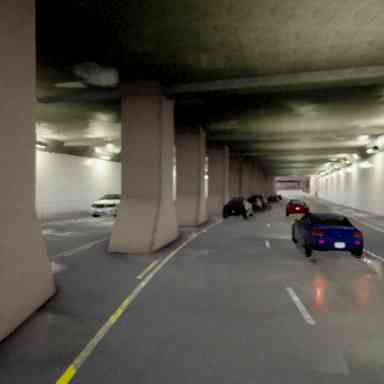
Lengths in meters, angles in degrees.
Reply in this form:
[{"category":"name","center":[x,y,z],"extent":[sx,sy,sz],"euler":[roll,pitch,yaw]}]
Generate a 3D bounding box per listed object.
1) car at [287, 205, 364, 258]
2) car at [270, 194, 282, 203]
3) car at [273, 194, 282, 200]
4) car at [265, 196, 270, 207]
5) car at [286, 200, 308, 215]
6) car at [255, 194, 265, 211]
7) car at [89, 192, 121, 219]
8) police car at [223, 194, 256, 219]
[{"category":"car","center":[4.929,1.455,12.514],"extent":[1.812,1.442,4.674],"euler":[0,0,9]},{"category":"car","center":[14.863,1.190,61.078],"extent":[1.994,1.385,4.181],"euler":[0,0,17]},{"category":"car","center":[19.307,1.109,74.935],"extent":[1.895,1.301,4.718],"euler":[0,0,17]},{"category":"car","center":[8.459,1.082,42.702],"extent":[2.097,1.767,4.553],"euler":[0,0,17]},{"category":"car","center":[9.671,1.383,30.604],"extent":[1.994,1.385,4.181],"euler":[0,0,17]},{"category":"car","center":[6.725,1.291,36.991],"extent":[1.812,1.442,4.674],"euler":[0,0,17]},{"category":"car","center":[-6.136,1.008,27.384],"extent":[2.150,2.045,5.566],"euler":[0,0,16]},{"category":"police car","center":[3.852,1.246,27.527],"extent":[1.930,1.638,5.238],"euler":[0,0,17]}]
